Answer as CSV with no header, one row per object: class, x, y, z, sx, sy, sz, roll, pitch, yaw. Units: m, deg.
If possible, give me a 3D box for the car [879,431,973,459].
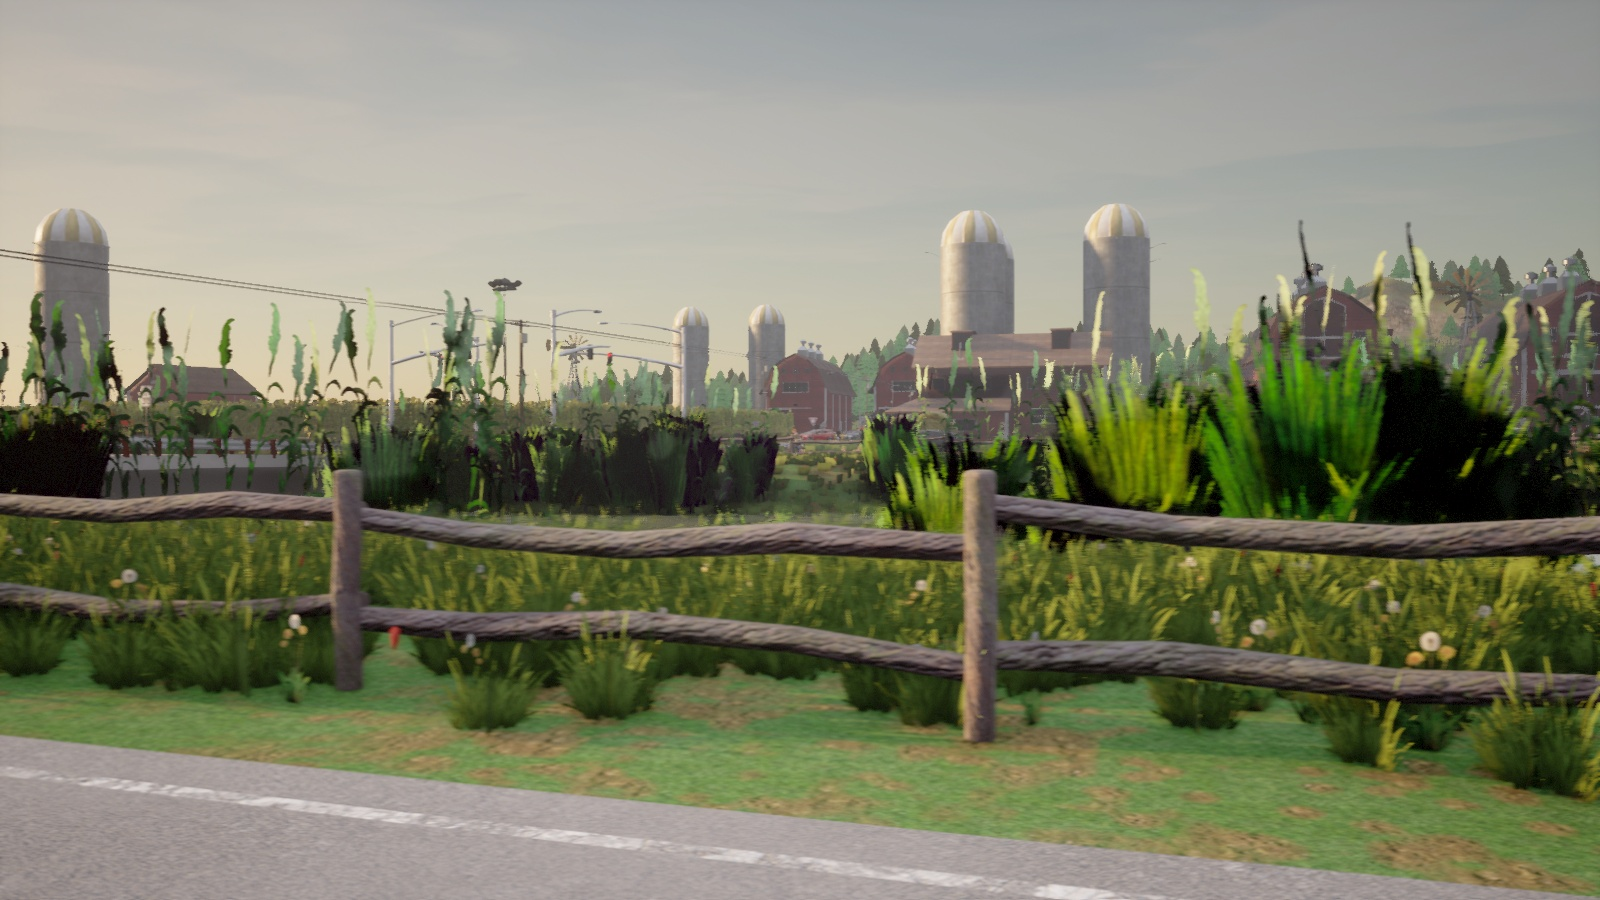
car,6.928,-0.281,68.991,4.892,1.490,1.837,0,1,18
